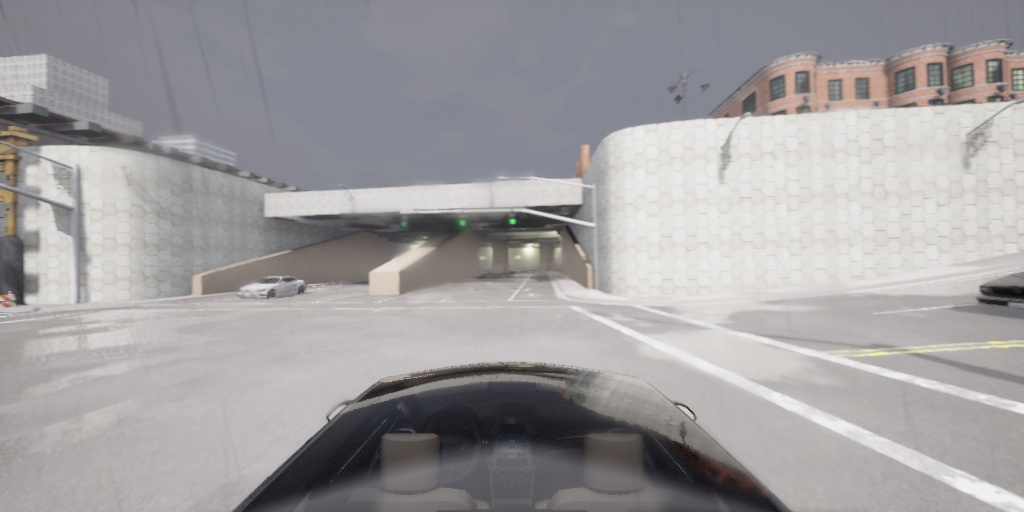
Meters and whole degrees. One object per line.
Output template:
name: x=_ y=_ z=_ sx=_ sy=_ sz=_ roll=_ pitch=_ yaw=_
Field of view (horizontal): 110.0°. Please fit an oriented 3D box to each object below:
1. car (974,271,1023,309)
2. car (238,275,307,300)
car: x=14.183 y=0.364 z=8.009 sx=5.357 sy=1.411 sz=2.033 roll=-8 pitch=-2 yaw=6
car: x=-15.413 y=2.022 z=23.426 sx=1.812 sy=1.442 sz=4.674 roll=-1 pitch=0 yaw=3
